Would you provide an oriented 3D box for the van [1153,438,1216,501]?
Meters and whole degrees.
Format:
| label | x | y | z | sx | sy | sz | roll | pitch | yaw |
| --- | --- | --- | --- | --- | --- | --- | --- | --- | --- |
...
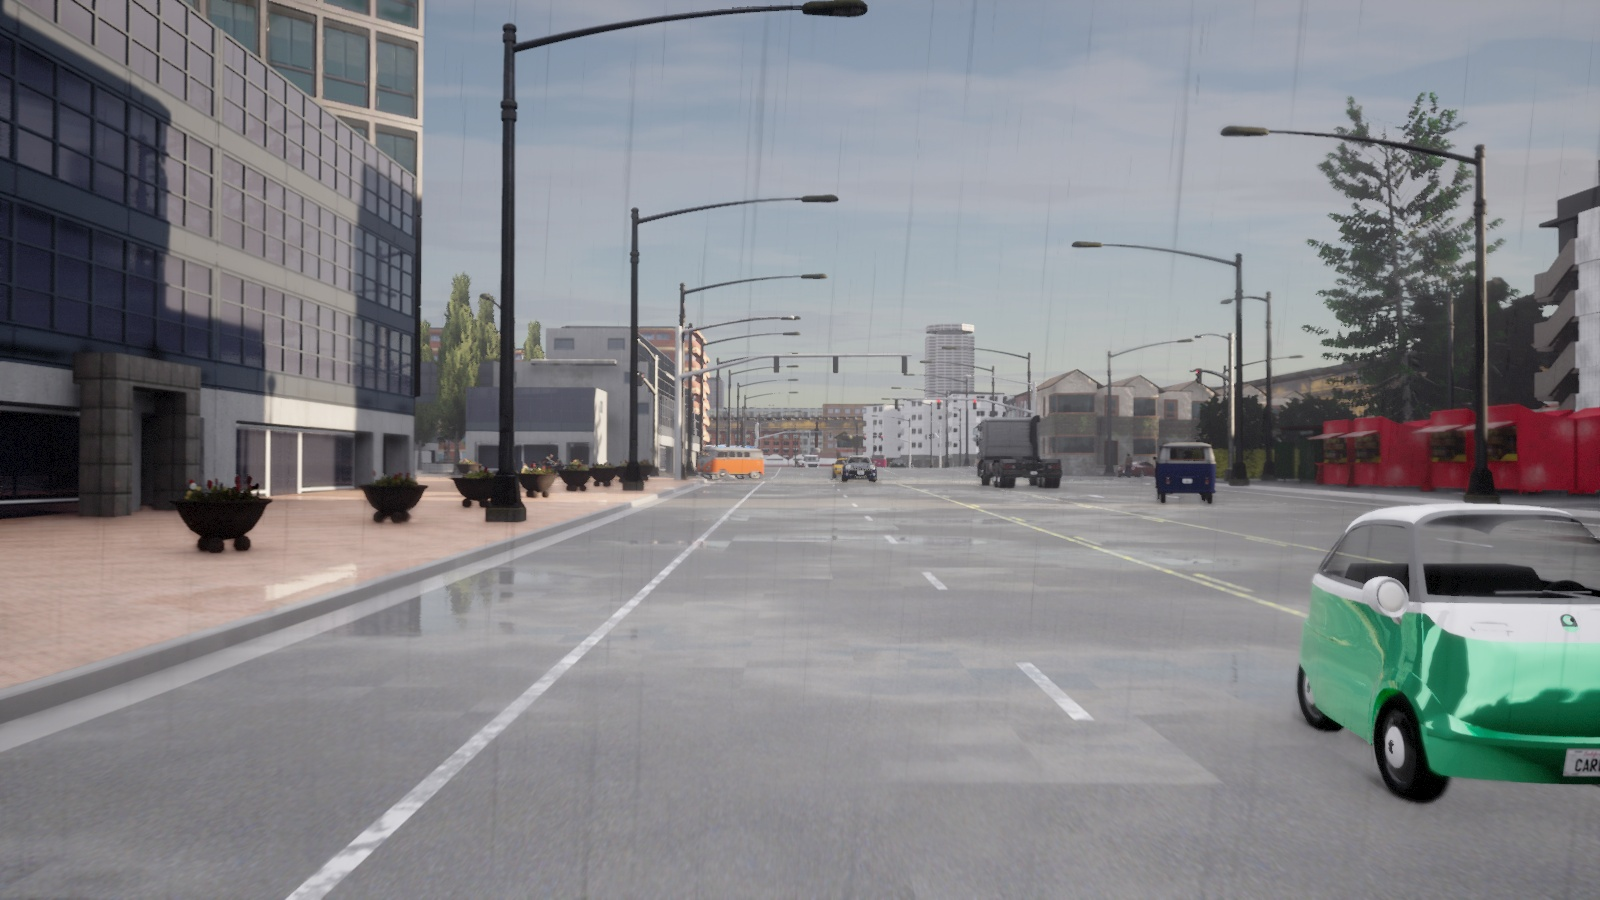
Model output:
| label | x | y | z | sx | sy | sz | roll | pitch | yaw |
| --- | --- | --- | --- | --- | --- | --- | --- | --- | --- |
| van | 12.843 | 0.621 | 42.128 | 1.775 | 1.987 | 4.442 | 0 | 0 | 14 |

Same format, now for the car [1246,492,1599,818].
| label | x | y | z | sx | sy | sz | roll | pitch | yaw |
| --- | --- | --- | --- | --- | --- | --- | --- | --- | --- |
| car | 3.484 | 0.931 | 6.591 | 1.481 | 1.376 | 2.207 | 0 | -1 | 0 |

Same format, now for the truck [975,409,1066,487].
| label | x | y | z | sx | sy | sz | roll | pitch | yaw |
| --- | --- | --- | --- | --- | --- | --- | --- | --- | --- |
| truck | 10.350 | -0.072 | 59.718 | 2.891 | 3.462 | 7.936 | 0 | 0 | 0 |

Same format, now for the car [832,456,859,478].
| label | x | y | z | sx | sy | sz | roll | pitch | yaw |
| --- | --- | --- | --- | --- | --- | --- | --- | --- | --- |
| car | 3.283 | 1.221 | 91.677 | 1.801 | 1.575 | 5.366 | 0 | -1 | 0 |

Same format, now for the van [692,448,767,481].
| label | x | y | z | sx | sy | sz | roll | pitch | yaw |
| --- | --- | --- | --- | --- | --- | --- | --- | --- | --- |
| van | -4.369 | 0.887 | 77.955 | 4.442 | 1.987 | 1.775 | 0 | 0 | -40 |

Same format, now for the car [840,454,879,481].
| label | x | y | z | sx | sy | sz | roll | pitch | yaw |
| --- | --- | --- | --- | --- | --- | --- | --- | --- | --- |
| car | 3.328 | 0.988 | 70.820 | 1.970 | 1.475 | 3.806 | 0 | -1 | 0 |

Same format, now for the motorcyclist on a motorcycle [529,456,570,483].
| label | x | y | z | sx | sy | sz | roll | pitch | yaw |
| --- | --- | --- | --- | --- | --- | --- | --- | --- | --- |
| motorcyclist on a motorcycle | -14.626 | 1.133 | 73.345 | 2.191 | 1.530 | 0.866 | 0 | -1 | 0 |
